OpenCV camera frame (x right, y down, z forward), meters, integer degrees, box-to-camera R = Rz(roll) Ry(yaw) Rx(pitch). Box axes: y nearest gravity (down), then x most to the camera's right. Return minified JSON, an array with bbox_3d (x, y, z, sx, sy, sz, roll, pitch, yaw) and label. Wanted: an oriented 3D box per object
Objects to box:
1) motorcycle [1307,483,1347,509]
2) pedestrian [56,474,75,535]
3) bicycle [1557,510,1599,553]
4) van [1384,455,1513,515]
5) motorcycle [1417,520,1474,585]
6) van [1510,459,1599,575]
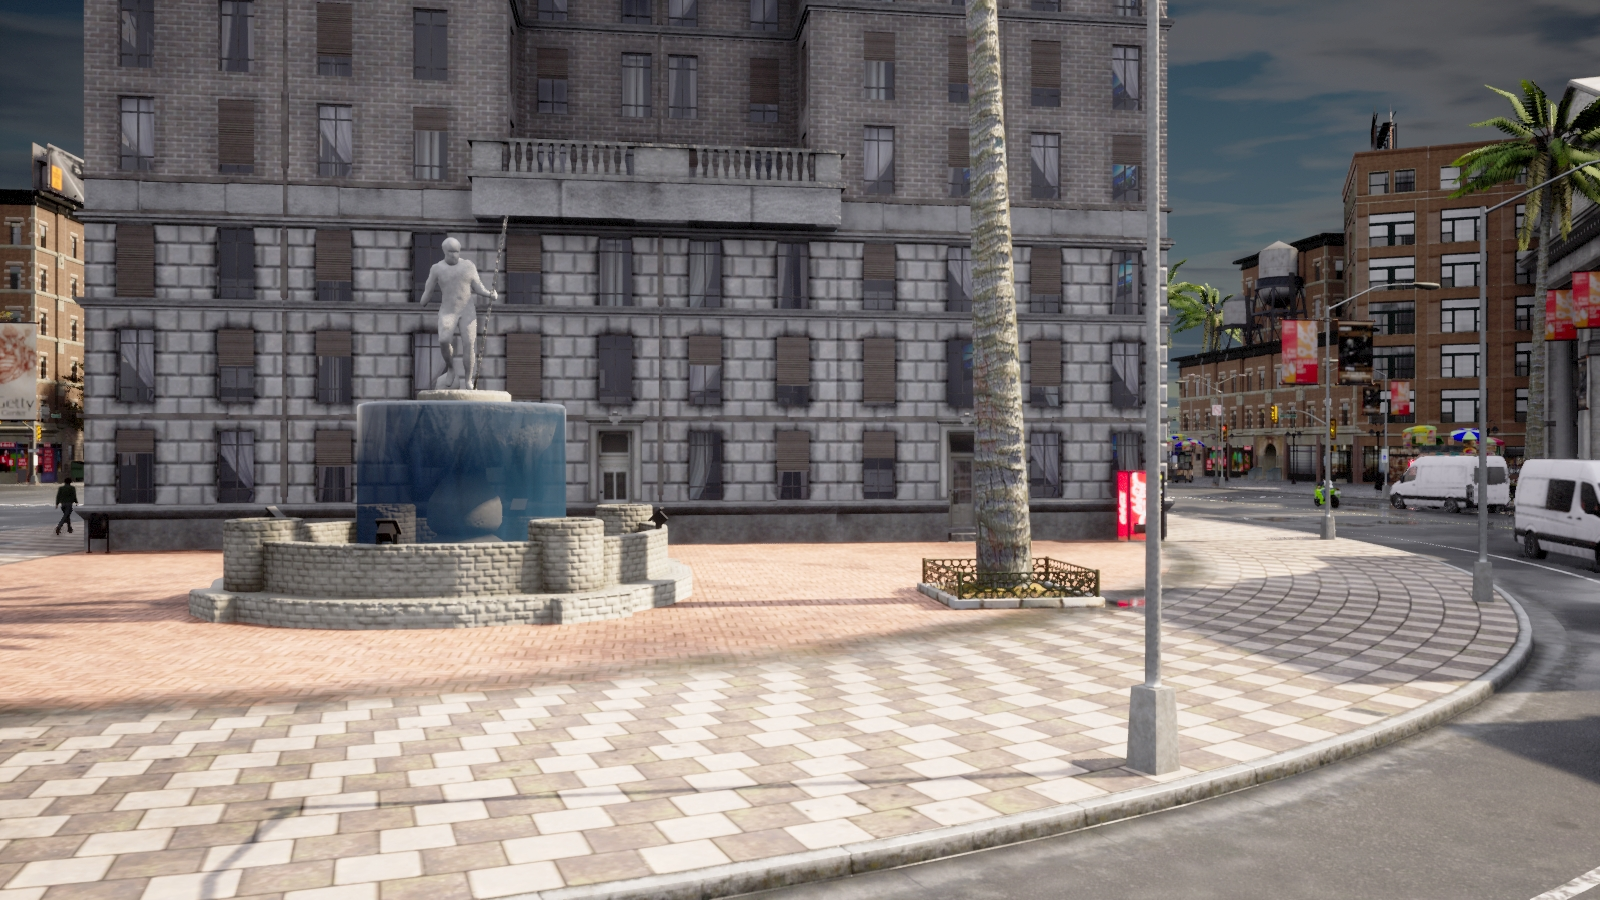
[{"bbox_3d":[25.547,2.213,55.422,0.803,1.145,2.033,0,0,-7],"label":"motorcycle"},{"bbox_3d":[-22.879,1.697,35.585,0.375,1.860,0.375,0,0,-6],"label":"pedestrian"},{"bbox_3d":[21.725,2.256,31.717,0.859,1.080,1.487,-2,-1,21],"label":"bicycle"},{"bbox_3d":[29.456,1.534,52.163,1.988,2.561,5.915,0,0,-7],"label":"van"},{"bbox_3d":[13.909,2.182,24.597,0.856,1.236,1.805,-1,0,36],"label":"motorcycle"},{"bbox_3d":[19.377,1.534,27.399,1.988,2.561,5.915,0,0,11],"label":"van"}]
